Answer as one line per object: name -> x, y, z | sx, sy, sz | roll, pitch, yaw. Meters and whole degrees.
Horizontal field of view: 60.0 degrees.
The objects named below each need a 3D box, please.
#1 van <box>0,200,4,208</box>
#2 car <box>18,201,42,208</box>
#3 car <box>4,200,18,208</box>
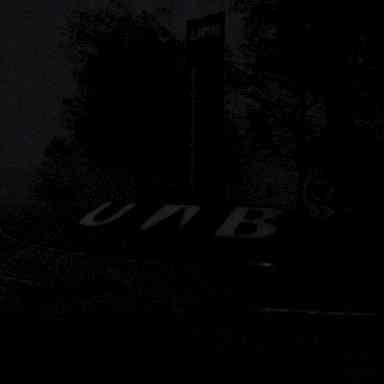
van -> -39.463, 2.611, 69.995 | 4.442, 1.987, 1.878 | -3, -2, 36
car -> -30.460, 2.344, 63.488 | 4.674, 1.452, 2.002 | -3, -4, 36
car -> -34.915, 2.597, 66.697 | 4.792, 1.488, 2.163 | -3, -2, 36
